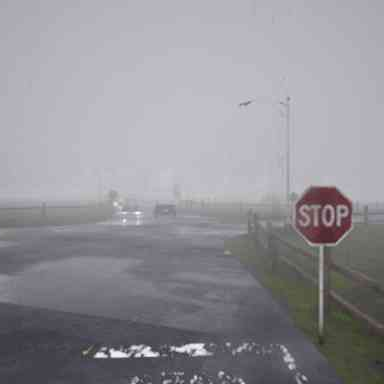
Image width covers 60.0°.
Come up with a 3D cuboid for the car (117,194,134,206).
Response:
[{"bbox_3d":[-10.049,1.373,50.788,1.882,1.535,5.008,0,1,-15],"label":"car"}]

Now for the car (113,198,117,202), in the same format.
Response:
[{"bbox_3d":[-15.364,1.305,67.639,2.128,1.511,4.902,0,0,-20],"label":"car"}]

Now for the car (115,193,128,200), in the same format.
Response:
[{"bbox_3d":[-16.627,1.111,78.076,2.128,1.511,4.902,0,0,-24],"label":"car"}]

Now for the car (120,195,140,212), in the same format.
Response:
[{"bbox_3d":[-7.165,1.443,38.887,1.837,1.490,4.892,0,1,-12],"label":"car"}]

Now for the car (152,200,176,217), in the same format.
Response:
[{"bbox_3d":[-2.656,1.441,31.034,1.882,1.535,5.008,0,0,-9],"label":"car"}]

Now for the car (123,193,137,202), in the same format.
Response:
[{"bbox_3d":[-12.820,1.158,68.679,2.097,1.767,4.553,0,0,-22],"label":"car"}]
